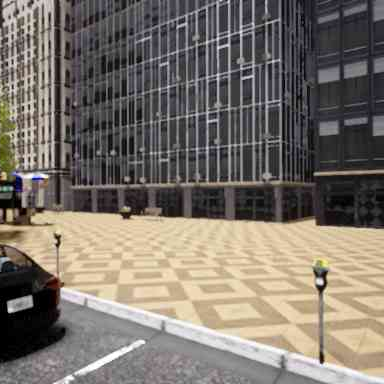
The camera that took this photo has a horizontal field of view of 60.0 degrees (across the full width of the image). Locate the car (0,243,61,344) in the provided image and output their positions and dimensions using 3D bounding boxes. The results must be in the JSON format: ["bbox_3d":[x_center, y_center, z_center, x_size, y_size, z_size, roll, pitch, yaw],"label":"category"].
[{"bbox_3d":[-4.028,1.563,5.750,4.313,1.339,1.947,0,0,35],"label":"car"}]
